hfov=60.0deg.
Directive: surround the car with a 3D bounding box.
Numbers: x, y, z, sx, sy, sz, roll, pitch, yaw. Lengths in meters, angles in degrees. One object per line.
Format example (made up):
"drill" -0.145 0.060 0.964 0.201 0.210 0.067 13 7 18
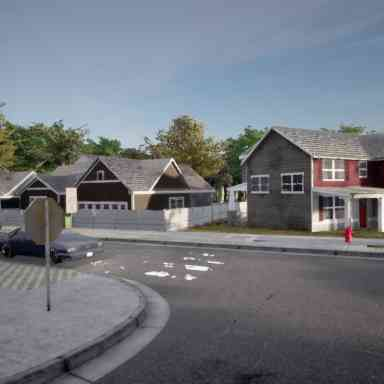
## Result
"car" -6.270 2.101 14.237 5.357 1.411 2.033 -2 0 30
